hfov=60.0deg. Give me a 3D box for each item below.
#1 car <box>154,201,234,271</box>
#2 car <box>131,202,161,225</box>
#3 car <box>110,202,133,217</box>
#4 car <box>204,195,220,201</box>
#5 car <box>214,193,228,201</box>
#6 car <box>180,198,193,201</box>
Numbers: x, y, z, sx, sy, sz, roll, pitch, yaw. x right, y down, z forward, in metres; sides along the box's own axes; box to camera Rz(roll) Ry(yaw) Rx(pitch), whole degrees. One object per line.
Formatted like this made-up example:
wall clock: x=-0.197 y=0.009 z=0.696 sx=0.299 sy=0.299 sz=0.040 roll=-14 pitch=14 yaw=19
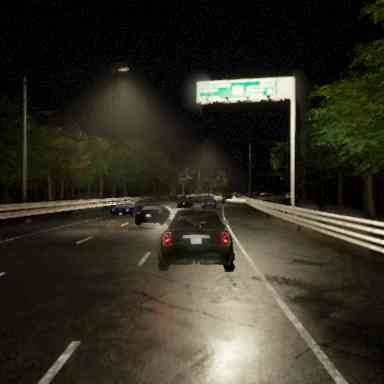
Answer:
car: x=0.176 y=1.342 z=11.054 sx=2.097 sy=1.767 sz=4.553 roll=0 pitch=0 yaw=2
car: x=-2.713 y=1.533 z=23.740 sx=1.994 sy=1.385 sz=4.181 roll=0 pitch=0 yaw=3
car: x=-5.885 y=1.551 z=30.438 sx=1.895 sy=1.301 sz=4.718 roll=1 pitch=0 yaw=4
car: x=2.332 y=1.499 z=44.090 sx=2.033 sy=1.411 sz=5.357 roll=0 pitch=0 yaw=6
car: x=5.675 y=1.141 z=69.370 sx=2.150 sy=2.045 sz=5.566 roll=0 pitch=0 yaw=9
car: x=-0.842 y=1.504 z=46.521 sx=1.994 sy=1.385 sz=4.181 roll=0 pitch=0 yaw=6
